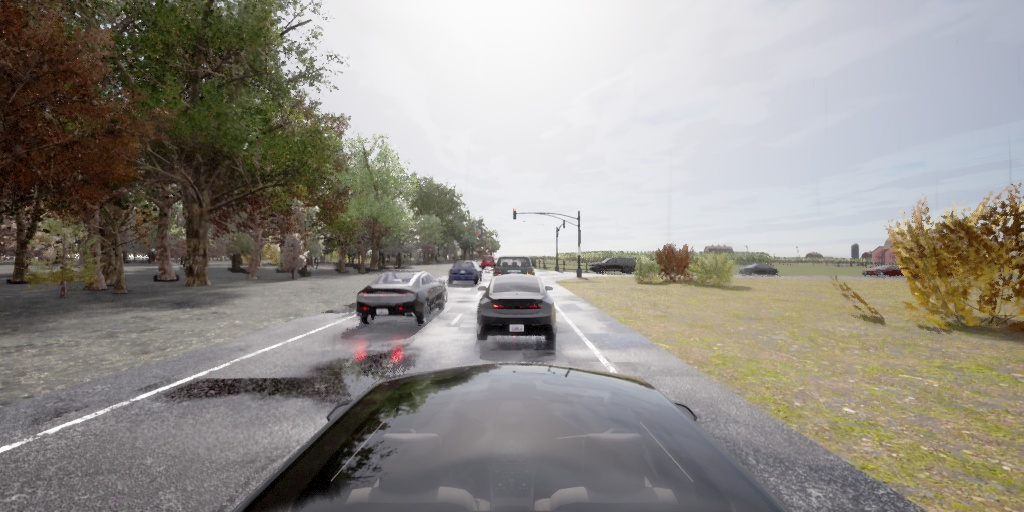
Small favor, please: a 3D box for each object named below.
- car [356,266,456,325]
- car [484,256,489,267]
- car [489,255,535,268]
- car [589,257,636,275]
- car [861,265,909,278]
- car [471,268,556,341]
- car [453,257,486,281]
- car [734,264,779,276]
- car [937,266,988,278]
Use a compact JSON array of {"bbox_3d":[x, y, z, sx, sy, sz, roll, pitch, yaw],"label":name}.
[{"bbox_3d":[-3.399,1.244,11.821,2.128,1.511,4.902,0,0,0],"label":"car"},{"bbox_3d":[-3.396,0.979,54.278,2.150,2.045,5.566,0,0,0],"label":"car"},{"bbox_3d":[0.104,0.976,19.810,2.150,2.045,5.566,0,0,0],"label":"car"},{"bbox_3d":[12.213,1.168,43.274,5.566,2.045,2.150,1,-1,4],"label":"car"},{"bbox_3d":[44.740,1.773,42.812,5.008,1.535,1.882,1,-1,1],"label":"car"},{"bbox_3d":[0.101,1.257,9.895,1.837,1.490,4.892,0,0,0],"label":"car"},{"bbox_3d":[-3.398,1.108,26.869,2.097,1.767,4.553,0,0,0],"label":"car"},{"bbox_3d":[29.240,1.652,42.909,4.674,1.442,1.812,1,-1,0],"label":"car"},{"bbox_3d":[48.935,1.807,39.221,4.674,1.442,1.812,1,-1,0],"label":"car"}]
